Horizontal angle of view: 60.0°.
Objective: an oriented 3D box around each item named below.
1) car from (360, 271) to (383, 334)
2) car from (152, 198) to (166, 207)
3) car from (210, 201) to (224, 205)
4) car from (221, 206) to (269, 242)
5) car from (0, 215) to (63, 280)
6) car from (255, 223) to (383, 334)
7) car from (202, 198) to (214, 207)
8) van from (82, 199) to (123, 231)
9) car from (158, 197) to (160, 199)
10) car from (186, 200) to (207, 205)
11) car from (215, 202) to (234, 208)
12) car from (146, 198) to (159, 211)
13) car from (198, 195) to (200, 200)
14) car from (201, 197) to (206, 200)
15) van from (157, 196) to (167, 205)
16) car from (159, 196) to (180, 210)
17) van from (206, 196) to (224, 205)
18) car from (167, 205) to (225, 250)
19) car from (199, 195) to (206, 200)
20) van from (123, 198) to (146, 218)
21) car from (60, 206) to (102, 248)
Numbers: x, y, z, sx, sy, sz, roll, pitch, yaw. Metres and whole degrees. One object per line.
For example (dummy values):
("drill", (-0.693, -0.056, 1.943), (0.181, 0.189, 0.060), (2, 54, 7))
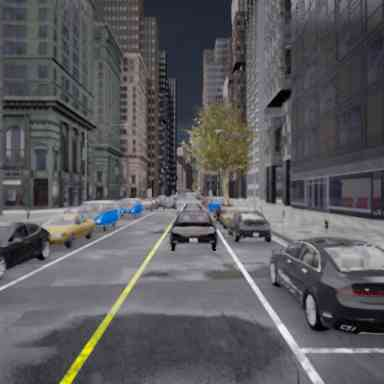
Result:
("car", (2.761, 1.550, 1.283), (1.887, 1.381, 4.507), (0, 0, 0))
("car", (-5.753, 1.822, 58.682), (1.947, 1.339, 4.313), (0, 0, 0))
("car", (2.766, 1.679, 27.178), (1.947, 1.339, 4.313), (0, 0, 0))
("car", (2.764, 1.619, 16.599), (2.008, 1.369, 4.403), (0, 0, 0))
("car", (-5.762, 1.607, 9.963), (1.947, 1.339, 4.313), (0, 0, 0))
("car", (2.762, 1.578, 6.727), (2.008, 1.369, 4.403), (0, 0, 0))
("car", (2.772, 1.802, 58.911), (1.887, 1.381, 4.507), (0, 0, 0))
("van", (-5.760, 1.427, 20.790), (1.690, 1.788, 3.998), (0, 0, 0))
("car", (-5.755, 1.787, 47.855), (1.802, 1.307, 4.206), (0, 0, 0))
("car", (0.080, 1.689, 30.108), (1.994, 1.385, 4.181), (0, 0, 0))
("car", (2.765, 1.616, 22.058), (1.752, 1.417, 4.829), (0, 0, 0))
("car", (-5.756, 1.731, 42.442), (2.008, 1.369, 4.403), (0, 0, 0))
("car", (2.780, 1.836, 69.661), (1.752, 1.417, 4.829), (0, 0, 0))
("car", (2.770, 1.758, 48.333), (2.008, 1.369, 4.403), (0, 0, 0))
("van", (-5.753, 1.623, 64.096), (1.690, 1.788, 3.998), (0, 0, 0))
("car", (-3.084, 1.701, 46.583), (1.837, 1.490, 4.892), (0, 0, 0))
("van", (2.768, 1.500, 37.756), (1.690, 1.788, 3.998), (0, 0, 0))
("car", (0.075, 1.552, 14.576), (2.128, 1.511, 4.902), (0, 0, 0))
("car", (2.770, 1.547, 53.623), (2.192, 1.841, 5.009), (0, 0, 0))
("van", (-5.759, 1.473, 31.617), (1.690, 1.788, 3.998), (0, 0, 0))
("car", (-5.761, 1.588, 15.206), (1.752, 1.417, 4.829), (0, 0, 0))
